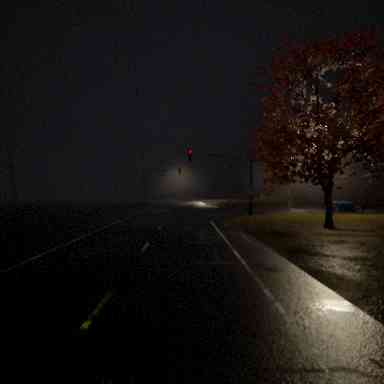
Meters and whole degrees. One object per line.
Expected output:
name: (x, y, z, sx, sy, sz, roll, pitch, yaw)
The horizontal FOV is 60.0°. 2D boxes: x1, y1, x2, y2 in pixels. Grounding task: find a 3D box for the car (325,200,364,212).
car: (17.830, 1.600, 39.045, 4.181, 1.385, 1.994, 0, 1, -1)
